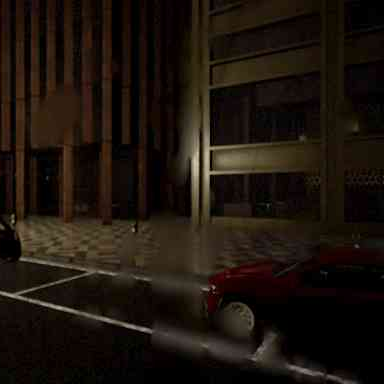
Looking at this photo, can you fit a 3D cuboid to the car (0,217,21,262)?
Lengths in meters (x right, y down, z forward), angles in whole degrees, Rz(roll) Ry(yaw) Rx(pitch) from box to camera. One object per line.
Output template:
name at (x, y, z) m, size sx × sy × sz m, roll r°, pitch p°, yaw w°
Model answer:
car at (-7.467, 1.443, 10.716) m, size 4.097 × 1.590 × 1.967 m, roll 0°, pitch 0°, yaw 30°

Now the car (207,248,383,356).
car at (2.386, 1.545, 5.073) m, size 4.507 × 1.381 × 1.887 m, roll 0°, pitch 0°, yaw 30°
